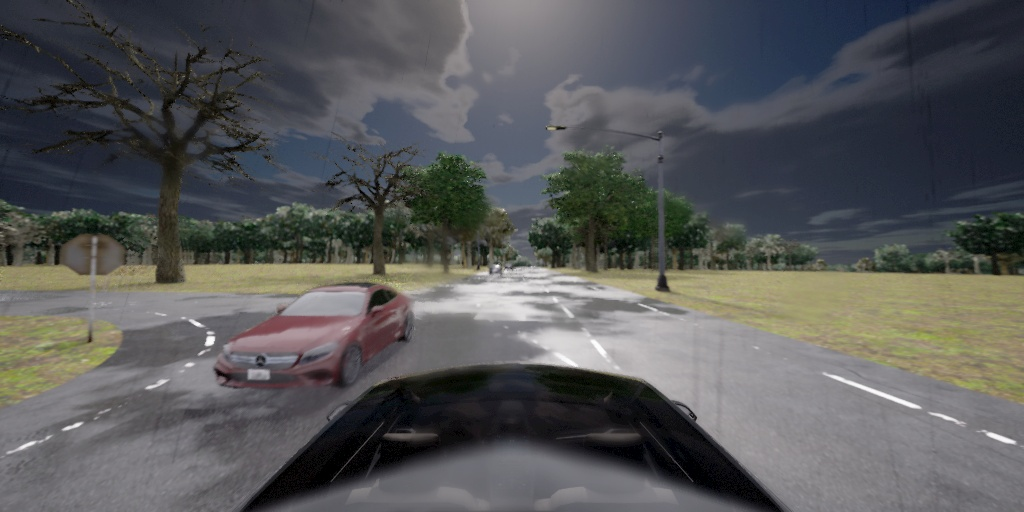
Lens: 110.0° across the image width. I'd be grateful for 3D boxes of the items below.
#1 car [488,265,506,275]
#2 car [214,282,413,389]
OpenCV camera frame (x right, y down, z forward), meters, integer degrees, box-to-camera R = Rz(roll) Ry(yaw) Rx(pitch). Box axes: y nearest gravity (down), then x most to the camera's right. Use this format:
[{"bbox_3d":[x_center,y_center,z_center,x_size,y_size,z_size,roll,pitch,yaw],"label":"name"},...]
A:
[{"bbox_3d":[-2.360,2.001,52.114,2.128,1.511,4.902,0,-1,1],"label":"car"},{"bbox_3d":[-3.329,1.292,7.116,1.812,1.442,4.674,0,1,1],"label":"car"}]
